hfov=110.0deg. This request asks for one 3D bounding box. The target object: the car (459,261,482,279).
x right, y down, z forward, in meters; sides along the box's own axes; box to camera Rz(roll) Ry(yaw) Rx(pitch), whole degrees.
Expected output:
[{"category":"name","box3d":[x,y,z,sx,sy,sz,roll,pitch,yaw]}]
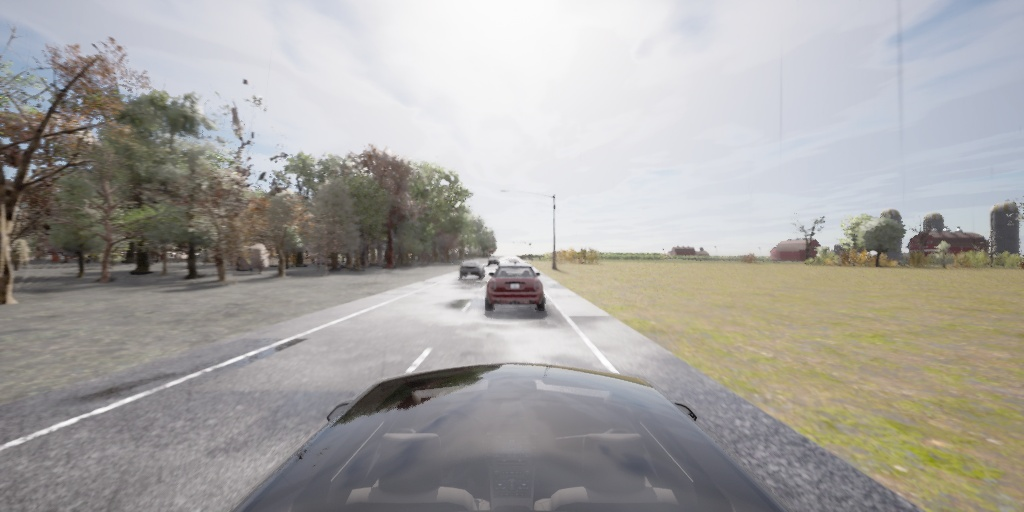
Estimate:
[{"category":"car","box3d":[-3.363,1.152,30.754,1.837,1.490,4.892,0,0,0]}]

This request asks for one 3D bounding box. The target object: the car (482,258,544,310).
[{"category":"car","box3d":[0.110,1.063,14.573,2.097,1.767,4.553,0,0,0]}]

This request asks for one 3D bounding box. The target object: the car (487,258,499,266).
[{"category":"car","box3d":[-3.309,1.029,63.970,1.837,1.490,4.892,0,0,0]}]
